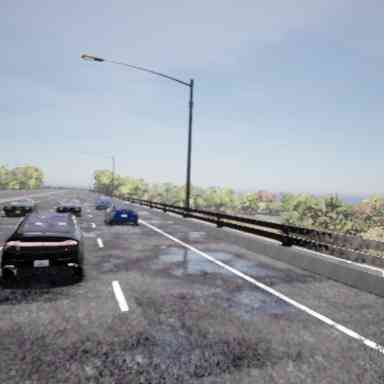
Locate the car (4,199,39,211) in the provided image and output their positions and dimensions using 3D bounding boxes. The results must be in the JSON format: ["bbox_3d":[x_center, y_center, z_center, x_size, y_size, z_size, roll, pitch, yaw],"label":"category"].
[{"bbox_3d":[-13.456,1.178,26.531,1.895,1.301,4.718,2,0,-19],"label":"car"}]

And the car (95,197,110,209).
[{"bbox_3d":[-10.373,1.276,39.269,2.033,1.411,5.357,2,0,-18],"label":"car"}]

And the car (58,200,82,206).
[{"bbox_3d":[-10.195,1.303,27.810,1.895,1.301,4.718,2,0,-19],"label":"car"}]

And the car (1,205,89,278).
[{"bbox_3d":[-4.141,1.366,9.766,2.128,1.511,4.902,2,0,-19],"label":"car"}]

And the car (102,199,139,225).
[{"bbox_3d":[-4.915,1.450,23.009,1.994,1.385,4.181,2,0,-18],"label":"car"}]
